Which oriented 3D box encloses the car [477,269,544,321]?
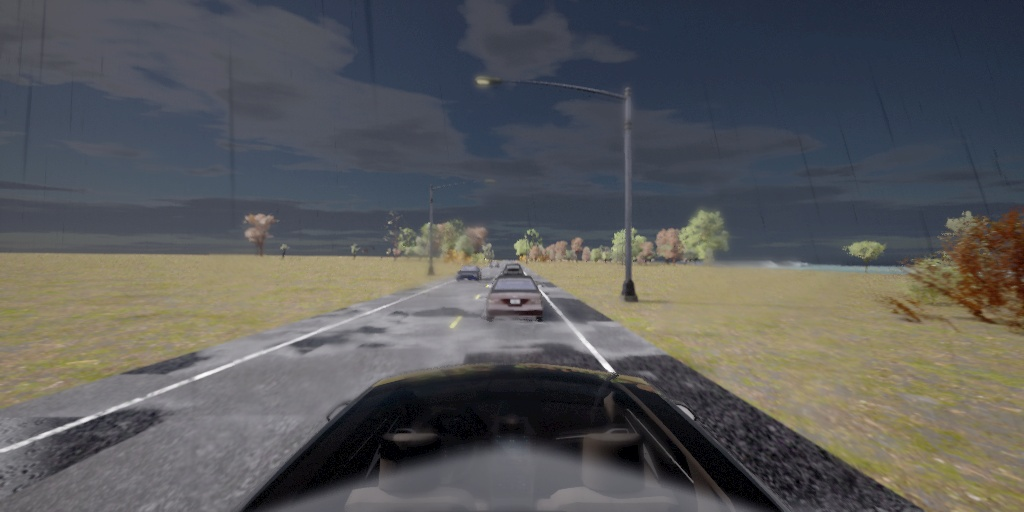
[{"bbox_3d":[0.096,1.377,12.816,2.033,1.411,5.357,0,0,0],"label":"car"}]

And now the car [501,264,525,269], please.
[{"bbox_3d":[0.100,1.476,33.004,1.837,1.490,4.892,0,0,0],"label":"car"}]

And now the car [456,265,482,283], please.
[{"bbox_3d":[-3.599,1.505,31.087,2.033,1.411,5.357,0,0,0],"label":"car"}]
